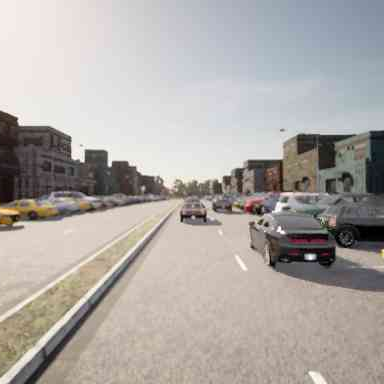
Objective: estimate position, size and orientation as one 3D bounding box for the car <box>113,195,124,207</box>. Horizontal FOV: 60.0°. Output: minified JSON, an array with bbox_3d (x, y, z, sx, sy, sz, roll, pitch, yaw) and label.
[{"bbox_3d":[-12.790,1.359,47.472,4.892,1.521,2.231,0,-1,0],"label":"car"}]

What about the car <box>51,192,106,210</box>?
[{"bbox_3d":[-12.776,1.012,36.240,5.566,2.045,2.435,0,0,0],"label":"car"}]

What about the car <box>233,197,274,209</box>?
[{"bbox_3d":[7.634,1.346,41.462,4.674,1.452,2.002,0,0,0],"label":"car"}]

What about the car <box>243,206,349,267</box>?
[{"bbox_3d":[3.099,1.424,11.114,1.837,1.490,4.892,0,0,0],"label":"car"}]

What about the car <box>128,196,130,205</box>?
[{"bbox_3d":[-12.746,1.291,52.914,4.553,1.767,2.185,0,-1,0],"label":"car"}]

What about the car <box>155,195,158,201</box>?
[{"bbox_3d":[-12.736,1.638,89.157,5.566,2.045,2.435,0,-1,0],"label":"car"}]

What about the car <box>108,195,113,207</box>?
[{"bbox_3d":[-12.763,1.176,41.793,4.553,1.767,2.185,0,0,0],"label":"car"}]

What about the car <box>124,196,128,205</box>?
[{"bbox_3d":[-12.964,1.385,50.252,5.366,1.575,1.946,0,-1,0],"label":"car"}]

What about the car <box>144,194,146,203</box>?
[{"bbox_3d":[-12.749,1.617,69.703,4.892,1.521,2.231,0,-1,0],"label":"car"}]

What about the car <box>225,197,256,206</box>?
[{"bbox_3d":[7.633,1.452,52.488,4.674,1.452,2.002,0,-1,0],"label":"car"}]

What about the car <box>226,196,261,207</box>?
[{"bbox_3d":[7.665,1.414,49.732,4.792,1.488,2.163,0,-1,0],"label":"car"}]

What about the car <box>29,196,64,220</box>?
[{"bbox_3d":[-13.010,1.272,25.259,5.366,1.575,1.946,0,0,0],"label":"car"}]

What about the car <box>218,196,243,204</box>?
[{"bbox_3d":[7.663,1.595,66.273,4.792,1.488,2.163,0,-1,0],"label":"car"}]

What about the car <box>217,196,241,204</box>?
[{"bbox_3d":[7.631,1.641,69.067,4.674,1.452,2.002,0,-1,0],"label":"car"}]

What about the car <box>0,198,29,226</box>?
[{"bbox_3d":[-12.840,1.318,19.702,5.008,1.535,2.097,0,1,0],"label":"car"}]

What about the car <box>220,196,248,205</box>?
[{"bbox_3d":[7.629,1.501,60.760,5.008,1.535,2.097,0,-1,0],"label":"car"}]

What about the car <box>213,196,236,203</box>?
[{"bbox_3d":[7.818,1.747,80.064,5.366,1.575,1.946,0,-1,0],"label":"car"}]

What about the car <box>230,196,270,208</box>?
[{"bbox_3d":[7.631,1.329,44.217,5.008,1.535,2.097,0,-1,0],"label":"car"}]

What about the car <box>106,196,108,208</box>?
[{"bbox_3d":[-12.798,1.319,39.014,4.674,1.452,2.002,0,0,0],"label":"car"}]

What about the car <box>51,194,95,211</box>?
[{"bbox_3d":[-12.995,1.253,33.461,5.366,1.575,1.946,0,0,0],"label":"car"}]

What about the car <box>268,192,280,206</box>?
[{"bbox_3d":[7.666,1.076,19.420,5.566,2.045,2.435,0,0,0],"label":"car"}]

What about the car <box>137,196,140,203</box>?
[{"bbox_3d":[-12.752,1.513,61.242,4.892,1.521,2.231,0,-1,0],"label":"car"}]

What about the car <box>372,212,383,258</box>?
[{"bbox_3d":[7.825,1.417,8.391,5.366,1.575,1.946,0,0,0],"label":"car"}]

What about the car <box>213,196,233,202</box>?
[{"bbox_3d":[7.656,1.821,82.820,4.792,1.488,2.163,0,-1,0],"label":"car"}]

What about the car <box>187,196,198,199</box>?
[{"bbox_3d":[0.096,1.332,41.500,1.837,1.490,4.892,0,0,0],"label":"car"}]

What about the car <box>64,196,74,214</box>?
[{"bbox_3d":[-12.822,1.300,28.029,4.674,1.452,2.002,0,0,0],"label":"car"}]

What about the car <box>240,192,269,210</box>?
[{"bbox_3d":[7.609,1.016,30.443,5.566,2.045,2.435,0,0,0],"label":"car"}]

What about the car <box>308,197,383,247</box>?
[{"bbox_3d":[7.607,1.249,13.906,4.553,1.767,2.185,0,0,0],"label":"car"}]

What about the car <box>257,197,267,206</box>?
[{"bbox_3d":[7.667,1.317,24.934,4.792,1.488,2.163,0,0,0],"label":"car"}]

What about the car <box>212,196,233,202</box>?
[{"bbox_3d":[7.806,1.829,85.579,5.366,1.575,1.946,0,-1,0],"label":"car"}]

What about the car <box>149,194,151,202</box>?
[{"bbox_3d":[-12.735,1.728,77.915,4.892,1.521,2.231,0,-1,0],"label":"car"}]

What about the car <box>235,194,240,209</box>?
[{"bbox_3d":[7.451,1.282,38.705,5.366,1.575,1.946,0,0,0],"label":"car"}]

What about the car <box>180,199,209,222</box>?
[{"bbox_3d":[0.098,1.410,24.662,1.895,1.301,4.718,0,0,0],"label":"car"}]

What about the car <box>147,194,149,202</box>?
[{"bbox_3d":[-12.762,1.718,75.135,4.792,1.488,2.163,0,-1,0],"label":"car"}]

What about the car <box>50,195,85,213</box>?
[{"bbox_3d":[-12.812,1.294,30.687,4.674,1.452,2.002,0,0,0],"label":"car"}]

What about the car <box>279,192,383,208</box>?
[{"bbox_3d":[7.610,1.100,16.662,5.566,2.045,2.435,0,0,0],"label":"car"}]

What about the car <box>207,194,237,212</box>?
[{"bbox_3d":[3.097,1.282,35.185,2.128,1.511,4.902,0,0,0],"label":"car"}]

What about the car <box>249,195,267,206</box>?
[{"bbox_3d":[7.632,1.271,27.686,5.008,1.535,2.097,0,0,0],"label":"car"}]

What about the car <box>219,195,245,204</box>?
[{"bbox_3d":[7.603,1.407,63.519,4.553,1.767,2.185,0,-1,0],"label":"car"}]

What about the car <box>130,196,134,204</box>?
[{"bbox_3d":[-12.740,1.477,55.684,4.792,1.488,2.163,0,-1,0],"label":"car"}]

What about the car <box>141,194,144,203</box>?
[{"bbox_3d":[-12.743,1.581,66.924,5.008,1.535,2.097,0,-1,0],"label":"car"}]

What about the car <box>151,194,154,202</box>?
[{"bbox_3d":[-12.715,1.845,83.470,4.674,1.452,2.002,0,-1,0],"label":"car"}]

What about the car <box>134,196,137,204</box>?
[{"bbox_3d":[-12.769,1.479,58.462,5.008,1.535,2.097,0,-1,0],"label":"car"}]
